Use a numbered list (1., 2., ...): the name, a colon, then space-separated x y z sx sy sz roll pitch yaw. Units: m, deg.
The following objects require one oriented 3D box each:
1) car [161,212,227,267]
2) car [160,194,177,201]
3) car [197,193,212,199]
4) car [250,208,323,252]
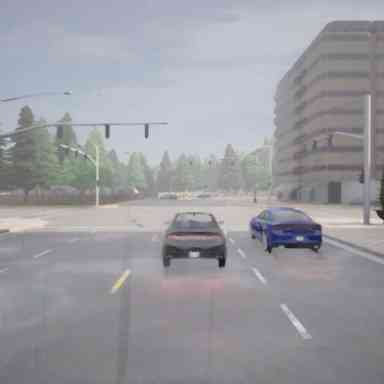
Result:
1. car: 0.075 1.406 11.089 2.128 1.511 4.902 0 0 0
2. car: -4.740 1.030 67.952 2.033 1.411 5.357 0 0 20
3. car: 3.050 0.935 81.978 1.994 1.385 4.181 0 1 38
4. car: 3.589 1.375 13.491 1.882 1.535 5.008 0 0 0
